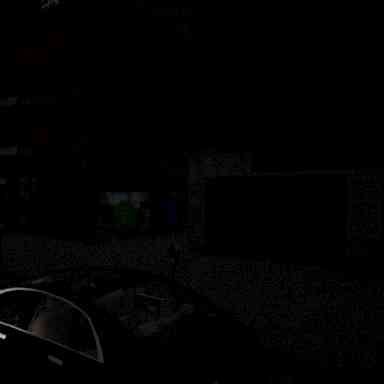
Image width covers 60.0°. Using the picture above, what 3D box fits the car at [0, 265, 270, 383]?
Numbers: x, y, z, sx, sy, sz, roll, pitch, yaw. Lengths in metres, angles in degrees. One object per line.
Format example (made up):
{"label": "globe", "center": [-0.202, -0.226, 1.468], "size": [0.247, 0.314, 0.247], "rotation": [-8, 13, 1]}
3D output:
{"label": "car", "center": [-1.339, 1.549, 3.803], "size": [4.403, 1.369, 2.008], "rotation": [0, 0, 36]}
